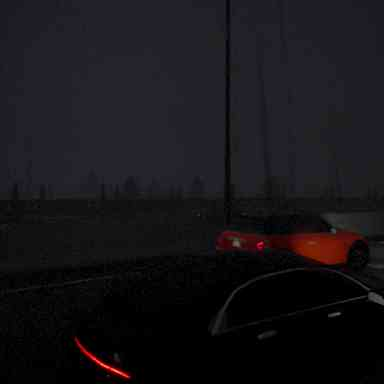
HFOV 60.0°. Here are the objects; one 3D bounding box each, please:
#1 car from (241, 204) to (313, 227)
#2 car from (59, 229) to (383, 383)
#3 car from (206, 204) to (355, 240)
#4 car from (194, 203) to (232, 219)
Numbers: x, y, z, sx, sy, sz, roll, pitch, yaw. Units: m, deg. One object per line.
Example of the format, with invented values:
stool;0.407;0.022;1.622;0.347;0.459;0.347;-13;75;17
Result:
car;5.891;1.552;23.056;4.718;1.301;1.895;0;0;-24
car;0.967;1.495;4.175;4.892;1.490;1.837;0;0;-33
car;2.943;1.332;9.453;4.553;1.767;2.097;0;0;-31
car;2.263;1.502;25.141;4.181;1.385;1.994;0;0;-26
